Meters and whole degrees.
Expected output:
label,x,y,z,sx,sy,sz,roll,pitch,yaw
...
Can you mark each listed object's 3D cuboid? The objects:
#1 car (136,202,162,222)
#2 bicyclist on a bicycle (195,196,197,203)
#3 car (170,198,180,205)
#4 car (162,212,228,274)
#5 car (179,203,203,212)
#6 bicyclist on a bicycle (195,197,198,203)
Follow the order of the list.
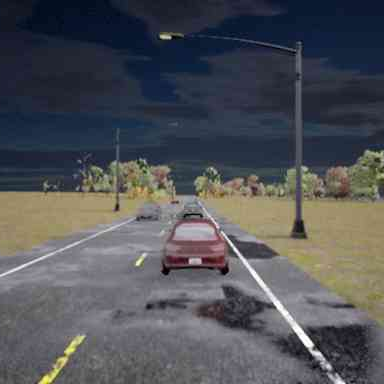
label,x,y,z,sx,sy,sz,roll,pitch,yaw
car,-3.594,1.667,28.428,1.837,1.490,4.892,0,0,0
bicyclist on a bicycle,0.974,1.904,82.057,0.582,1.620,1.656,0,-1,0
car,-3.491,1.976,69.665,1.895,1.301,4.718,0,0,0
car,0.090,1.588,10.678,1.812,1.442,4.674,0,0,0
car,0.104,1.729,32.028,2.033,1.411,5.357,0,0,0
bicyclist on a bicycle,0.968,1.843,73.055,0.866,1.612,1.509,0,0,0
